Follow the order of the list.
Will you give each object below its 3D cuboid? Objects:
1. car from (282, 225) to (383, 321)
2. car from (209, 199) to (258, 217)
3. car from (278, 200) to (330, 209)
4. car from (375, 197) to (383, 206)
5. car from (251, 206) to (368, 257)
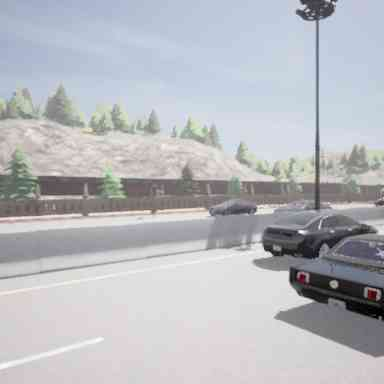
[{"bbox_3d":[4.181,1.526,6.731,4.718,1.301,1.895,-1,0,-36],"label":"car"},{"bbox_3d":[3.574,1.327,28.028,4.674,1.442,1.812,-1,0,-35],"label":"car"},{"bbox_3d":[7.330,1.297,22.108,4.902,1.511,2.128,-1,0,-35],"label":"car"},{"bbox_3d":[22.128,0.951,36.359,4.553,1.767,2.097,-1,0,-30],"label":"car"},{"bbox_3d":[4.488,1.400,11.251,4.892,1.490,1.837,-1,0,-36],"label":"car"}]
